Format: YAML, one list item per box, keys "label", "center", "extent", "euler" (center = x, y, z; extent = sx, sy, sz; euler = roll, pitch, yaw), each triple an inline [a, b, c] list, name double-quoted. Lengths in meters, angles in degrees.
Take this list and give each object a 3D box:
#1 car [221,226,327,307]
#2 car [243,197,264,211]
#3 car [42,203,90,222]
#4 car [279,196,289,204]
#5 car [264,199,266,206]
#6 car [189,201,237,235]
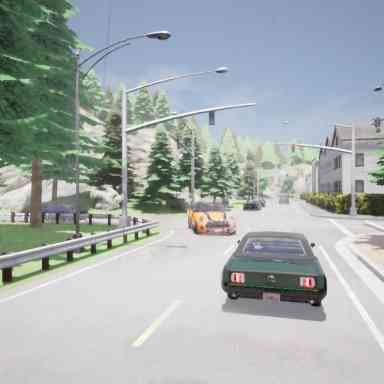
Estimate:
- label: "car"
  center: [2.021, 1.601, 8.106]
  extent: [1.895, 1.301, 4.718]
  euler: [0, 0, 15]
- label: "car"
  center: [7.486, 1.601, 41.228]
  extent: [1.895, 1.301, 4.718]
  euler: [0, 0, 16]
- label: "car"
  center: [-10.262, 1.579, 26.450]
  extent: [4.181, 1.385, 1.994]
  euler: [0, 0, 15]
- label: "car"
  center: [17.596, 1.547, 63.512]
  extent: [2.033, 1.411, 5.357]
  euler: [0, 0, 16]
- label: "car"
  center: [10.261, 1.491, 51.035]
  extent: [2.128, 1.511, 4.902]
  euler: [0, 0, 16]
- label: "car"
  center: [1.066, 1.356, 18.748]
  extent: [2.097, 1.767, 4.553]
  euler: [-1, 0, -7]
